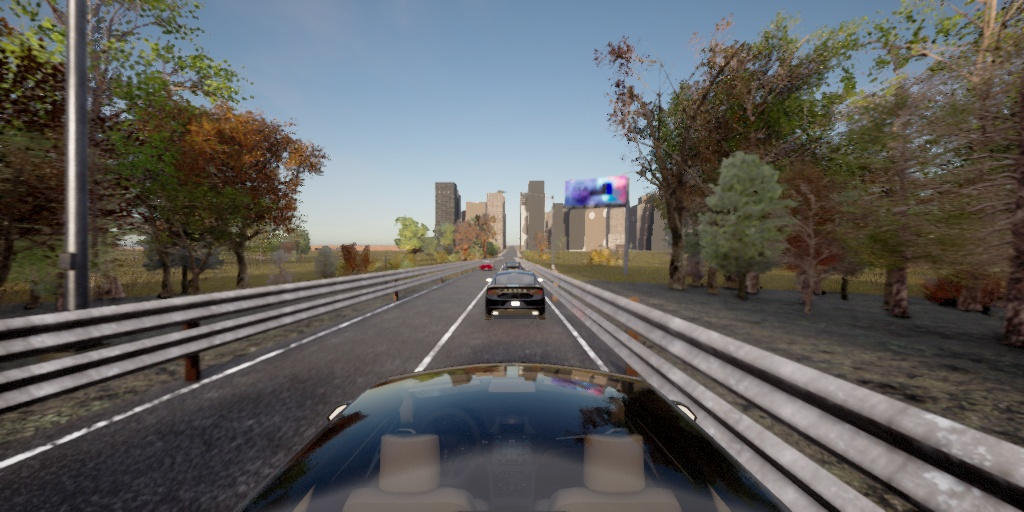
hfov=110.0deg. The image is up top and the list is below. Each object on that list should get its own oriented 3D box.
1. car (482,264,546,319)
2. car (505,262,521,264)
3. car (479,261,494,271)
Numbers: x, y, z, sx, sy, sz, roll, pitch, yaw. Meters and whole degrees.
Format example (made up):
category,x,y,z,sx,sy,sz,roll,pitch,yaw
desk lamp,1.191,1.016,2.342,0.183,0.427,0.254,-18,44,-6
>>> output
category,x,y,z,sx,sy,sz,roll,pitch,yaw
car,0.097,1.224,12.805,1.882,1.535,5.008,0,0,0
car,0.083,1.245,32.477,1.837,1.490,4.892,0,0,0
car,-3.289,1.336,48.052,1.895,1.301,4.718,0,0,0
